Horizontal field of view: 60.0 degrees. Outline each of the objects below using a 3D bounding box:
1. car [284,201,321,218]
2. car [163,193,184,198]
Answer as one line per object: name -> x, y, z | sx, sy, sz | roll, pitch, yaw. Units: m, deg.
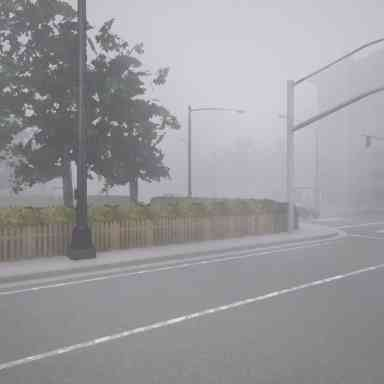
car -> 9.406, 1.526, 30.334 | 1.812, 1.442, 4.674 | 0, 0, -35
car -> -2.297, 1.221, 47.257 | 2.150, 2.045, 5.566 | 0, 0, -35
